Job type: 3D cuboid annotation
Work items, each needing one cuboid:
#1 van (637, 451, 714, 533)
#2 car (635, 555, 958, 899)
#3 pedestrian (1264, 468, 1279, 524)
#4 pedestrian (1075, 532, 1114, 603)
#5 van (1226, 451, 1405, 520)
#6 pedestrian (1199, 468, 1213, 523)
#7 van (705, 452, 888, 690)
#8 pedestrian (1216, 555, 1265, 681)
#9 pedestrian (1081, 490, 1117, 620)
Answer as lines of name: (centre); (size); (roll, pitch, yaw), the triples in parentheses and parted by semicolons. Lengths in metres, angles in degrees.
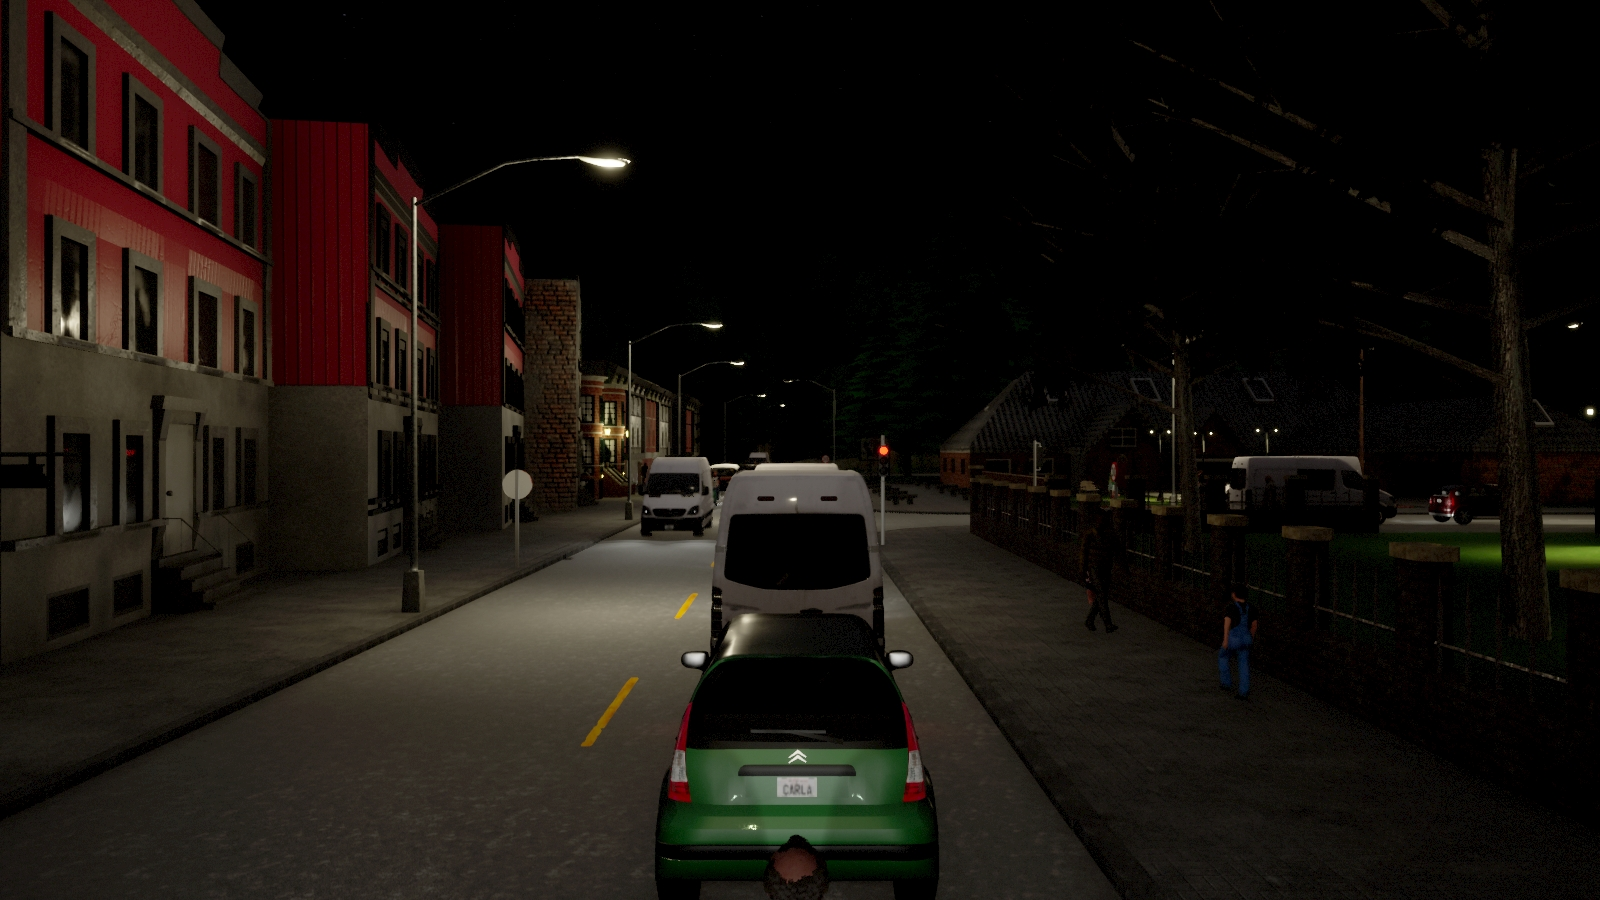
van: (-4.101, 1.314, 38.563); (1.988, 2.561, 5.915); (0, 0, 0)
car: (-0.023, 1.779, 8.527); (1.851, 1.617, 3.988); (0, 0, 0)
pedestrian: (15.772, 1.525, 38.232); (0.375, 1.860, 0.375); (0, 0, 4)
pedestrian: (4.771, 1.904, 18.550); (0.500, 1.100, 0.500); (0, 0, 0)
van: (19.552, 1.314, 43.543); (5.915, 2.561, 1.988); (0, 0, 1)
pedestrian: (13.639, 1.525, 38.410); (0.375, 1.860, 0.375); (0, 0, 10)
van: (-0.048, 1.314, 15.312); (1.988, 2.561, 5.915); (0, 0, 0)
pedestrian: (4.747, 1.805, 12.329); (0.375, 1.300, 0.375); (0, 0, -3)
pedestrian: (4.365, 1.525, 16.677); (0.375, 1.860, 0.375); (0, 0, -11)
